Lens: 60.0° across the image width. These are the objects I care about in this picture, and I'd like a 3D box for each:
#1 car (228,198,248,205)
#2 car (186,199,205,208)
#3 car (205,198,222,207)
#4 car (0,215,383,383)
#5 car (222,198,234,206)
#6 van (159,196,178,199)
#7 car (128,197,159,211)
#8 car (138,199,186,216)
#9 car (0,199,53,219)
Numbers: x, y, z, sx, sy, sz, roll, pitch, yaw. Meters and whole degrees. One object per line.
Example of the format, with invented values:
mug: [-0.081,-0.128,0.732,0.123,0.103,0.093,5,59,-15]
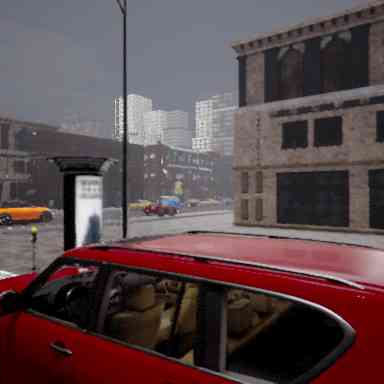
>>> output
car: [9.143,1.838,65.804,2.008,1.369,4.403,0,-1,35]
car: [-0.382,1.749,52.236,2.008,1.369,4.403,0,0,35]
car: [2.695,1.752,56.620,1.752,1.417,4.829,0,0,35]
car: [-0.311,1.315,3.095,5.009,1.841,2.192,0,0,35]
car: [5.968,1.808,61.282,2.008,1.369,4.403,0,-1,35]
van: [-3.558,1.511,47.715,1.690,1.788,3.998,0,0,35]
car: [-6.830,1.667,43.052,1.752,1.417,4.829,0,0,35]
car: [-3.005,1.665,33.825,1.887,1.381,4.507,0,0,35]
car: [-12.687,1.413,24.579,2.097,1.767,4.553,0,0,34]
